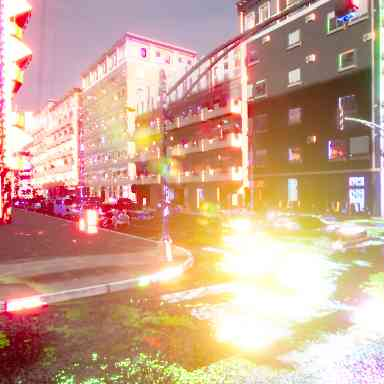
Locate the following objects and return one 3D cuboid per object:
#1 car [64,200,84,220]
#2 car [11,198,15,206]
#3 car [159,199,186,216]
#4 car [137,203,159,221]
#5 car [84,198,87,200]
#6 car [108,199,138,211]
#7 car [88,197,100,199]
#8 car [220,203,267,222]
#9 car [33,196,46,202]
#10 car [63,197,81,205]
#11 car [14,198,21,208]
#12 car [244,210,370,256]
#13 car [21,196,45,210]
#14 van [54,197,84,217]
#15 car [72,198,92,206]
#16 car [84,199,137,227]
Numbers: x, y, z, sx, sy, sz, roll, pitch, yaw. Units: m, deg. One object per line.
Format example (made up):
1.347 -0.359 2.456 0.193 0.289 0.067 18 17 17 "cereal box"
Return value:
-9.058 1.652 28.271 1.752 1.417 4.829 -1 1 -36 "car"
-31.800 1.782 59.843 1.887 1.381 4.507 -1 1 -36 "car"
-2.359 1.441 33.305 1.967 1.590 4.097 -1 1 -36 "car"
-5.158 1.626 27.286 2.033 1.411 5.357 -1 0 -36 "car"
-14.938 1.614 40.902 2.128 1.511 4.902 -1 1 -36 "car"
-8.827 1.581 42.287 2.008 1.369 4.403 -1 1 -36 "car"
-15.298 1.501 51.267 1.967 1.590 4.097 -1 1 -36 "car"
4.012 1.498 24.464 1.752 1.417 4.829 -1 1 -36 "car"
-37.939 1.727 82.703 1.887 1.381 4.507 -1 1 -36 "car"
-21.766 1.645 60.250 2.008 1.369 4.403 -1 1 -36 "car"
-25.330 1.769 50.862 1.947 1.339 4.313 -1 1 -36 "car"
4.611 1.639 13.729 1.895 1.301 4.718 -1 0 -36 "car"
-22.097 1.627 46.370 1.967 1.590 4.097 -1 1 -36 "car"
-12.394 1.482 32.898 1.690 1.788 3.998 -1 1 -36 "van"
-18.531 1.643 55.759 1.947 1.339 4.313 -1 1 -36 "car"
-5.924 1.552 23.919 1.967 1.590 4.097 -1 1 -36 "car"
